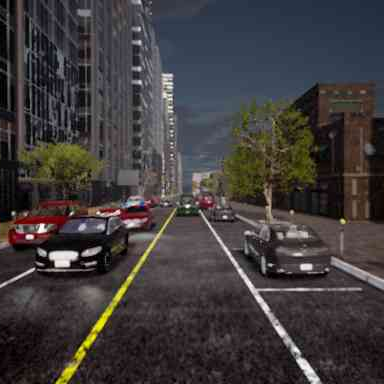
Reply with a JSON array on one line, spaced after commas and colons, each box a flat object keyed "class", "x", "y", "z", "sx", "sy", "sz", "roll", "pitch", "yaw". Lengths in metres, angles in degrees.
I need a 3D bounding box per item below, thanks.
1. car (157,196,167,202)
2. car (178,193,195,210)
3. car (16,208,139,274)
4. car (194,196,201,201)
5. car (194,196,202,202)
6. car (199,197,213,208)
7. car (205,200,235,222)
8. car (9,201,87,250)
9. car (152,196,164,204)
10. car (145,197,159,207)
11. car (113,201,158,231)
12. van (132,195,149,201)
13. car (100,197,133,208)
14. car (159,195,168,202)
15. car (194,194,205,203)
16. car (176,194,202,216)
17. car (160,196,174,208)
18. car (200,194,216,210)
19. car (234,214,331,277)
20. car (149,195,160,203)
[{"class": "car", "x": -6.829, "y": 1.585, "z": 76.195, "sx": 1.752, "sy": 1.417, "sz": 4.829, "roll": -1, "pitch": 0, "yaw": -1}, {"class": "car", "x": -0.633, "y": 1.248, "z": 45.471, "sx": 2.150, "sy": 2.045, "sz": 5.566, "roll": 0, "pitch": 0, "yaw": 1}, {"class": "car", "x": -3.241, "y": 1.507, "z": 10.671, "sx": 2.128, "sy": 1.511, "sz": 4.902, "roll": 0, "pitch": 0, "yaw": -1}, {"class": "car", "x": 1.382, "y": 1.622, "z": 87.546, "sx": 1.802, "sy": 1.307, "sz": 4.206, "roll": -1, "pitch": 0, "yaw": -1}, {"class": "car", "x": 1.465, "y": 1.603, "z": 82.012, "sx": 1.947, "sy": 1.339, "sz": 4.313, "roll": -1, "pitch": 0, "yaw": -1}, {"class": "car", "x": 1.961, "y": 1.545, "z": 48.979, "sx": 1.752, "sy": 1.417, "sz": 4.829, "roll": -1, "pitch": 0, "yaw": -1}, {"class": "car", "x": 2.319, "y": 1.557, "z": 25.938, "sx": 2.008, "sy": 1.369, "sz": 4.403, "roll": -1, "pitch": 0, "yaw": -1}, {"class": "car", "x": -6.012, "y": 1.342, "z": 14.760, "sx": 2.192, "sy": 1.841, "sz": 5.009, "roll": -1, "pitch": 0, "yaw": -1}, {"class": "car", "x": -6.665, "y": 1.599, "z": 65.296, "sx": 1.887, "sy": 1.381, "sz": 4.507, "roll": -1, "pitch": 0, "yaw": -1}, {"class": "car", "x": -6.497, "y": 1.574, "z": 54.058, "sx": 1.752, "sy": 1.417, "sz": 4.829, "roll": -1, "pitch": 0, "yaw": -1}, {"class": "car", "x": -3.385, "y": 1.547, "z": 20.888, "sx": 1.812, "sy": 1.442, "sz": 4.674, "roll": 0, "pitch": 0, "yaw": -1}, {"class": "van", "x": -6.253, "y": 1.381, "z": 37.625, "sx": 1.690, "sy": 1.788, "sz": 3.998, "roll": -1, "pitch": 0, "yaw": -1}, {"class": "car", "x": -6.086, "y": 1.473, "z": 25.829, "sx": 1.967, "sy": 1.590, "sz": 4.097, "roll": -1, "pitch": 0, "yaw": -1}, {"class": "car", "x": -6.913, "y": 1.588, "z": 81.728, "sx": 1.752, "sy": 1.417, "sz": 4.829, "roll": -1, "pitch": 0, "yaw": -1}, {"class": "car", "x": 1.627, "y": 1.346, "z": 70.945, "sx": 2.192, "sy": 1.841, "sz": 5.009, "roll": -1, "pitch": 0, "yaw": -1}, {"class": "car", "x": -0.411, "y": 1.370, "z": 32.384, "sx": 2.097, "sy": 1.767, "sz": 4.553, "roll": 0, "pitch": 0, "yaw": 0}, {"class": "car", "x": -3.728, "y": 1.569, "z": 49.595, "sx": 2.128, "sy": 1.511, "sz": 4.902, "roll": 0, "pitch": 0, "yaw": -1}, {"class": "car", "x": 2.042, "y": 1.331, "z": 43.275, "sx": 2.192, "sy": 1.841, "sz": 5.009, "roll": -1, "pitch": 0, "yaw": -1}, {"class": "car", "x": 2.675, "y": 1.547, "z": 10.074, "sx": 2.008, "sy": 1.369, "sz": 4.403, "roll": -1, "pitch": 0, "yaw": -1}, {"class": "car", "x": -6.420, "y": 1.361, "z": 48.693, "sx": 2.192, "sy": 1.841, "sz": 5.009, "roll": -1, "pitch": 0, "yaw": -1}]
